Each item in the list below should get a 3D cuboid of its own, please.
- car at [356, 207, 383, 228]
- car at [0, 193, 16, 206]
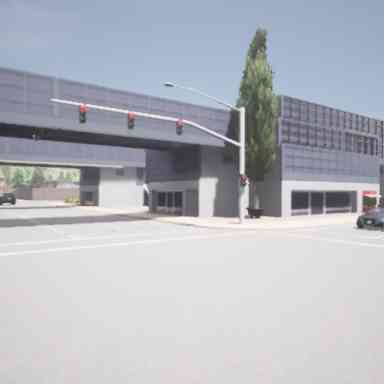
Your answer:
[{"bbox_3d":[12.456,1.661,21.482,4.181,1.385,1.994,0,0,-35],"label":"car"},{"bbox_3d":[-31.633,1.265,57.037,2.150,2.045,5.566,0,0,-35],"label":"car"}]
